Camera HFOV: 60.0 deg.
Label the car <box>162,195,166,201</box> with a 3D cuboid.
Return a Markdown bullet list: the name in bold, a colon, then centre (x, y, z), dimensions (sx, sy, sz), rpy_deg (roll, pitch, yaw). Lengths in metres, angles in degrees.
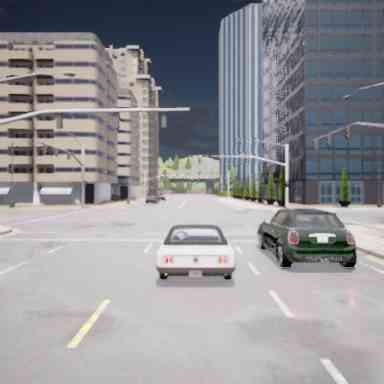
- **car**: centre (-6.800, 1.351, 72.872), dimensions (1.895, 1.301, 4.718), rpy_deg (0, 0, 0)

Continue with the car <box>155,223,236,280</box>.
- **car**: centre (0.103, 1.567, 9.805), dimensions (1.895, 1.301, 4.718), rpy_deg (0, 0, 0)

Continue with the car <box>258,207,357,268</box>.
- **car**: centre (3.613, 1.316, 11.287), dimensions (2.097, 1.767, 4.553), rpy_deg (0, 0, 0)

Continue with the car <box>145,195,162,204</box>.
- **car**: centre (-6.889, 1.354, 57.425), dimensions (2.033, 1.411, 5.357), rpy_deg (0, 0, 1)
